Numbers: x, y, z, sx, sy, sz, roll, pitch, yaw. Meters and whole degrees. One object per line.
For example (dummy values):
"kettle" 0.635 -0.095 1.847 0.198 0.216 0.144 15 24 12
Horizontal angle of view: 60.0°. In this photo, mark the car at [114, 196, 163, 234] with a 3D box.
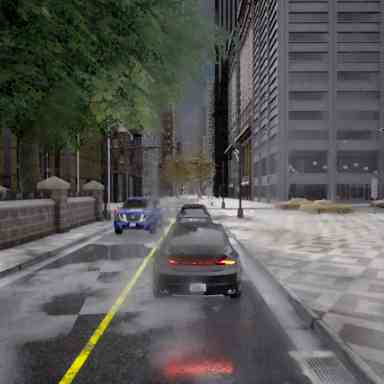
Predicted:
"car" -2.967 1.291 19.448 2.150 2.045 5.566 0 0 0

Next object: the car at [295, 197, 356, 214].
"car" 12.407 1.341 30.579 4.829 1.417 1.752 -1 1 0

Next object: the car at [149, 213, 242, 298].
"car" 0.113 1.508 8.521 1.837 1.490 4.892 0 0 0

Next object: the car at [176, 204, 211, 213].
"car" 0.098 1.440 18.651 2.033 1.649 4.856 0 0 1

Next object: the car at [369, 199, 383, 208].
"car" 23.445 1.143 39.043 4.829 1.417 1.752 -1 1 0

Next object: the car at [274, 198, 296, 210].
"car" 12.104 1.329 39.106 4.829 1.417 1.752 -1 1 0
